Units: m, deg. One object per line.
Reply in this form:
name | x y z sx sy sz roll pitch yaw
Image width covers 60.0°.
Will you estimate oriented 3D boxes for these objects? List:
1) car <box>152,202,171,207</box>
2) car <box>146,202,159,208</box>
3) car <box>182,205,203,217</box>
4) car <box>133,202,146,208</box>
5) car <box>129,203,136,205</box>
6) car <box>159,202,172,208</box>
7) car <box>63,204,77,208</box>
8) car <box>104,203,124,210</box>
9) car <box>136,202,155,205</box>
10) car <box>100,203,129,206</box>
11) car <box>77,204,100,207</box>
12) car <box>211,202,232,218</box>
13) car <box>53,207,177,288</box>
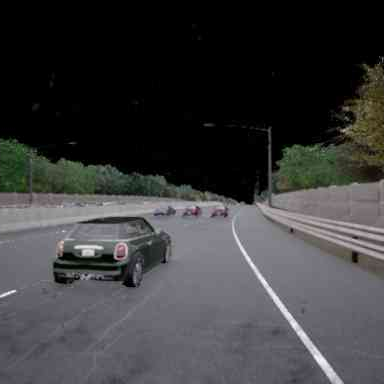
car | -3.359 2.394 42.197 2.033 1.411 5.357 0 -1 10
car | -9.998 3.279 84.227 1.994 1.385 4.181 0 -1 10
car | 0.087 2.368 41.571 1.812 1.442 4.674 0 -1 10
car | -13.442 3.284 84.850 1.994 1.385 4.181 0 -1 10
car | -12.787 2.951 68.776 1.994 1.385 4.181 0 -1 10
car | -6.555 3.261 83.601 2.033 1.411 5.357 0 -1 10
car | -19.084 2.609 53.796 2.033 1.411 5.357 0 -1 11
car | -16.239 2.943 69.357 2.033 1.411 5.357 0 -1 10
car | -9.349 2.988 68.119 1.895 1.301 4.718 0 -1 10
car | -12.212 2.556 52.588 1.837 1.490 4.892 0 -1 11
car | -15.642 2.605 53.217 2.033 1.411 5.357 0 -1 11
car | 3.531 2.363 40.950 1.812 1.442 4.674 0 -1 10
car | -2.065 1.496 9.935 2.097 1.767 4.553 0 -1 10
